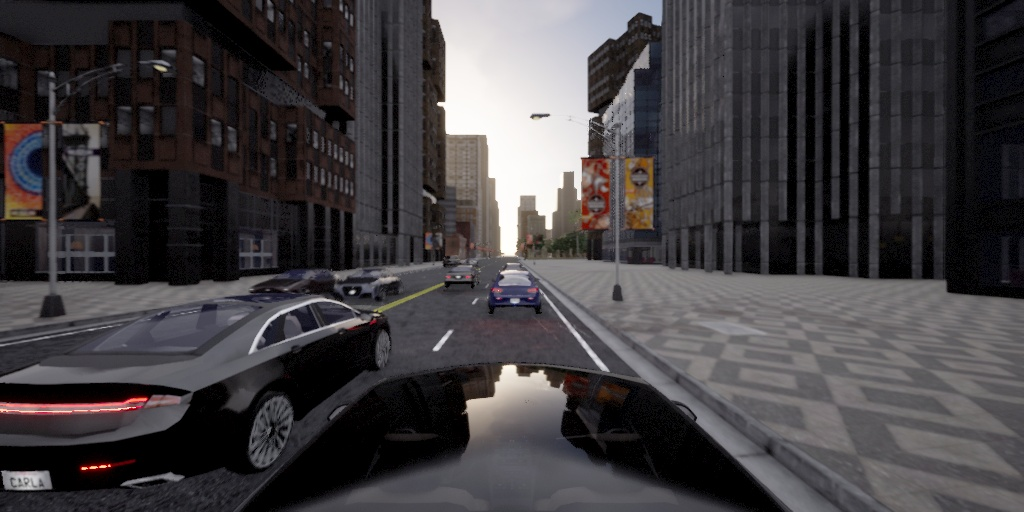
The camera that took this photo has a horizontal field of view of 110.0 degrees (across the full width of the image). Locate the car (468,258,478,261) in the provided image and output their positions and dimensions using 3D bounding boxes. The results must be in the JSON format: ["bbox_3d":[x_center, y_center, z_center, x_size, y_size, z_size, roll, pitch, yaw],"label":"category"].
[{"bbox_3d":[-6.530,1.139,58.629,2.128,1.511,4.902,0,0,1],"label":"car"}]

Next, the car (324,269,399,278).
[{"bbox_3d":[-6.593,1.301,16.784,1.994,1.385,4.181,0,0,0],"label":"car"}]

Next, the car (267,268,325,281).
[{"bbox_3d":[-9.845,1.285,17.045,2.033,1.411,5.357,0,0,0],"label":"car"}]

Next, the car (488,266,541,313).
[{"bbox_3d":[0.090,1.267,13.797,1.812,1.442,4.674,0,0,0],"label":"car"}]

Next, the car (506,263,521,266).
[{"bbox_3d":[0.109,1.286,30.266,1.994,1.385,4.181,0,0,0],"label":"car"}]

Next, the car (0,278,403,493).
[{"bbox_3d":[-3.148,1.240,4.754,2.128,1.511,4.902,0,0,0],"label":"car"}]

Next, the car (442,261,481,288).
[{"bbox_3d":[-3.145,1.277,23.488,2.033,1.411,5.357,0,0,0],"label":"car"}]

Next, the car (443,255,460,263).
[{"bbox_3d":[-9.777,0.867,58.379,2.150,2.045,5.566,0,0,1],"label":"car"}]
